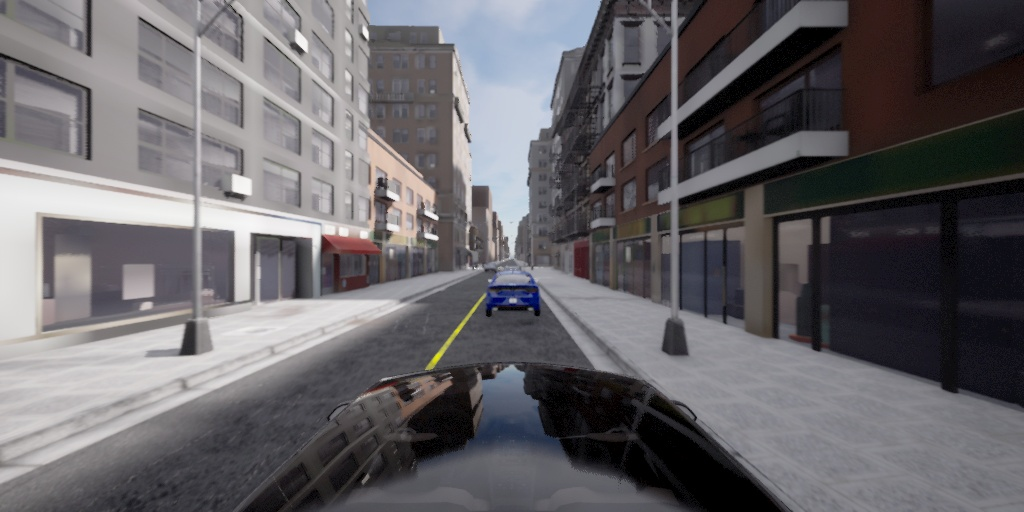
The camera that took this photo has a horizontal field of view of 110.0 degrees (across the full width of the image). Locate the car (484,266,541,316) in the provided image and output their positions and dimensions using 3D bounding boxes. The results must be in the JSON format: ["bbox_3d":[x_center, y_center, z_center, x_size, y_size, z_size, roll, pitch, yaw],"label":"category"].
[{"bbox_3d":[0.052,1.311,13.893,1.882,1.535,5.008,0,-1,0],"label":"car"}]

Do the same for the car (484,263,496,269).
[{"bbox_3d":[-3.050,1.669,52.449,2.033,1.411,5.357,0,0,0],"label":"car"}]
